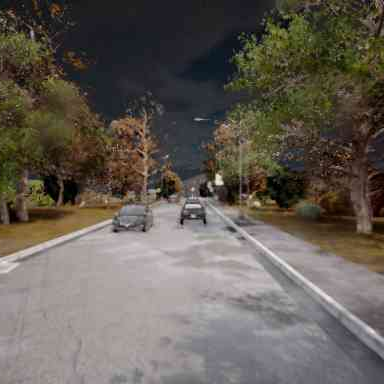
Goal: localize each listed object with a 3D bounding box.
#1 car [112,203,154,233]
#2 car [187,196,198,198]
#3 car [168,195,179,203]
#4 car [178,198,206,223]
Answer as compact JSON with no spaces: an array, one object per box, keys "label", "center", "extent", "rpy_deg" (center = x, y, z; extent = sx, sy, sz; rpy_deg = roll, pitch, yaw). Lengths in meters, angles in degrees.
[{"label":"car","center":[-3.350,1.462,19.537],"extent":[1.837,1.490,4.892],"rpy_deg":[0,0,0]},{"label":"car","center":[0.097,1.315,43.063],"extent":[2.128,1.511,4.902],"rpy_deg":[0,0,0]},{"label":"car","center":[-3.282,1.252,59.876],"extent":[1.812,1.442,4.674],"rpy_deg":[0,0,1]},{"label":"car","center":[0.087,1.454,24.759],"extent":[1.812,1.442,4.674],"rpy_deg":[0,0,0]}]
